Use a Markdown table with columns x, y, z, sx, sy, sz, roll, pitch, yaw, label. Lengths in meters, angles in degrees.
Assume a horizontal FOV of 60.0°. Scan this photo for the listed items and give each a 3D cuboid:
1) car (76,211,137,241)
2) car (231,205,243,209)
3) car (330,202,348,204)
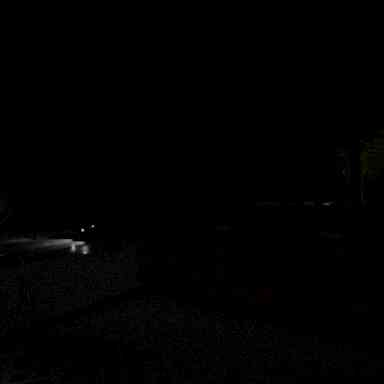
| x | y | z | sx | sy | sz | roll | pitch | yaw | label |
| --- | --- | --- | --- | --- | --- | --- | --- | --- | --- |
| -3.942 | 1.707 | 17.695 | 4.181 | 1.385 | 1.994 | 1 | -1 | -45 | car |
| 3.825 | 1.724 | 25.116 | 4.902 | 1.511 | 2.128 | 1 | -1 | -44 | car |
| 16.100 | 1.883 | 36.822 | 4.892 | 1.490 | 1.837 | 1 | -2 | -43 | car |
